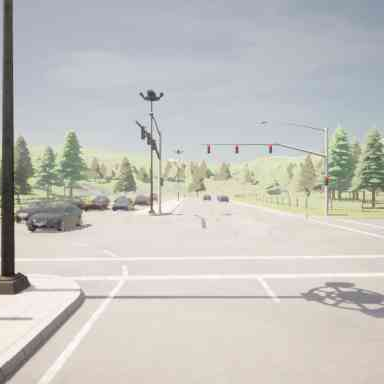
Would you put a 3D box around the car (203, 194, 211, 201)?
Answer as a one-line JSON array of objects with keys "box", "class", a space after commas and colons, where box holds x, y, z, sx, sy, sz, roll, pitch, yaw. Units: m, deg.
[{"box": [3.812, 1.355, 84.021, 2.097, 1.767, 4.553, 0, 0, 2], "class": "car"}]

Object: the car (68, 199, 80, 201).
[{"box": [-15.068, 1.601, 41.971, 1.895, 1.301, 4.718, 0, 0, 0], "class": "car"}]

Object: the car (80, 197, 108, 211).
[{"box": [-11.569, 1.601, 40.368, 1.895, 1.301, 4.718, 0, 0, 0], "class": "car"}]

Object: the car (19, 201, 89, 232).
[{"box": [-8.085, 1.505, 20.039, 1.837, 1.490, 4.892, 0, 0, 0], "class": "car"}]

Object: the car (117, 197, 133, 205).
[{"box": [-11.535, 1.563, 57.697, 1.994, 1.385, 4.181, 0, 0, 0], "class": "car"}]

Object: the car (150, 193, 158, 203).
[{"box": [-7.942, 1.224, 69.365, 2.150, 2.045, 5.566, 0, 0, 0], "class": "car"}]

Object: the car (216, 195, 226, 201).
[{"box": [7.320, 1.525, 84.279, 2.128, 1.511, 4.902, 0, 0, 2], "class": "car"}]

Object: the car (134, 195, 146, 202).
[{"box": [-11.406, 1.463, 73.872, 1.882, 1.535, 5.008, 0, 0, 0], "class": "car"}]

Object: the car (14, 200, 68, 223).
[{"box": [-11.580, 1.491, 25.195, 2.128, 1.511, 4.902, 0, 0, 0], "class": "car"}]

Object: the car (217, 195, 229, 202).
[{"box": [7.095, 1.478, 73.875, 1.882, 1.535, 5.008, 0, 0, 1], "class": "car"}]

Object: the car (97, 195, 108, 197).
[{"box": [-15.044, 1.352, 55.084, 2.097, 1.767, 4.553, 0, 0, 0], "class": "car"}]

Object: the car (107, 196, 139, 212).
[{"box": [-8.070, 1.547, 39.370, 2.033, 1.411, 5.357, 0, 0, 0], "class": "car"}]

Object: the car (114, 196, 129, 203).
[{"box": [-14.939, 1.538, 70.530, 2.033, 1.411, 5.357, 0, 0, 0], "class": "car"}]

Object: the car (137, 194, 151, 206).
[{"box": [-8.050, 1.477, 53.653, 1.882, 1.535, 5.008, 0, 0, 0], "class": "car"}]
